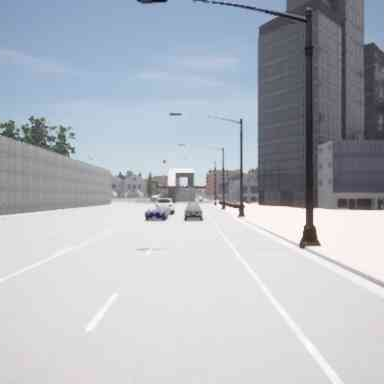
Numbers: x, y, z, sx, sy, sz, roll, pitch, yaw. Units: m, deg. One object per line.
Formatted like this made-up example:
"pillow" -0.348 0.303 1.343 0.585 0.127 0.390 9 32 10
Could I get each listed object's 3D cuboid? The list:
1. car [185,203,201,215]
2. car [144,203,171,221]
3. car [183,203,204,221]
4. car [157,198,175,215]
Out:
"car" 0.142 2.136 43.407 2.033 1.411 5.357 0 -1 1
"car" -3.361 2.037 32.231 1.895 1.301 4.718 0 -1 0
"car" 0.143 1.988 32.451 2.033 1.411 5.357 0 -1 0
"car" -3.363 1.793 42.219 2.150 2.045 5.566 0 -1 0
